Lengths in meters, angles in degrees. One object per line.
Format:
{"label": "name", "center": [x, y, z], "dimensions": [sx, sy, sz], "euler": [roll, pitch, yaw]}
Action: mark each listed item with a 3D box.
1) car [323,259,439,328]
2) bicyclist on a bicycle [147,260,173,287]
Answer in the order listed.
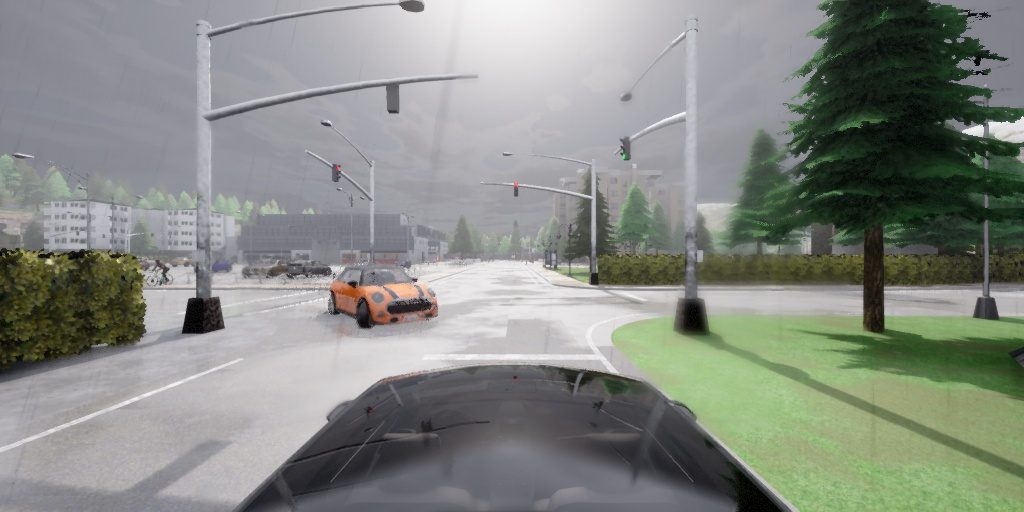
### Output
{"label": "car", "center": [-4.213, 1.102, 11.500], "dimensions": [2.097, 1.767, 4.553], "euler": [-1, 1, -42]}
{"label": "bicyclist on a bicycle", "center": [-21.759, 1.051, 22.176], "dimensions": [0.582, 1.620, 1.656], "euler": [0, 0, 1]}
